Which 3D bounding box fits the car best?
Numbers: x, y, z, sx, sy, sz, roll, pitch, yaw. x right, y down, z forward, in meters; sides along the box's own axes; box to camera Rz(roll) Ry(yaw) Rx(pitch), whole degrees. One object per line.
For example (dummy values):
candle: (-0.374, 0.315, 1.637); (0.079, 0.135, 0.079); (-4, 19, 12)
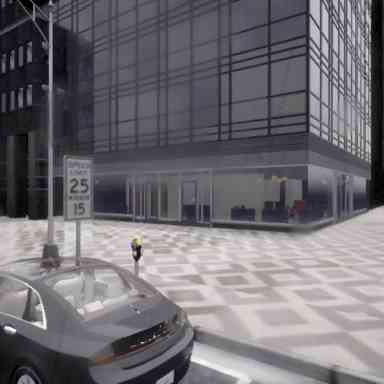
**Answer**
car: (-2.028, 1.550, 4.409); (4.403, 1.369, 2.008); (0, 0, 36)
